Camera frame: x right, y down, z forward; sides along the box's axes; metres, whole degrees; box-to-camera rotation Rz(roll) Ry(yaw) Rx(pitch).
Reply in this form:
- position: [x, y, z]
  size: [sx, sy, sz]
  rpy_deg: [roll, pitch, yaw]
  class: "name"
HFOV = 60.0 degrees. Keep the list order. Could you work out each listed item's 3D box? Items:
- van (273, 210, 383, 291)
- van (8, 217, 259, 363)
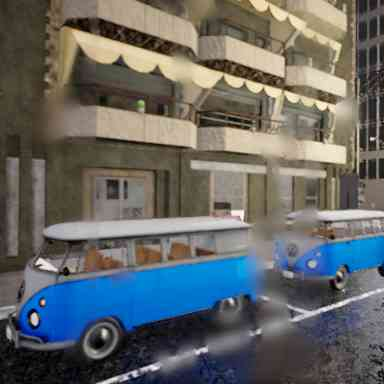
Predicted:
- position: [3.940, 1.400, 8.907]
  size: [3.998, 1.788, 1.690]
  rpy_deg: [1, 0, -36]
  class: "van"
- position: [-0.691, 1.359, 5.601]
  size: [3.998, 1.788, 1.690]
  rpy_deg: [0, 0, -36]
  class: "van"
